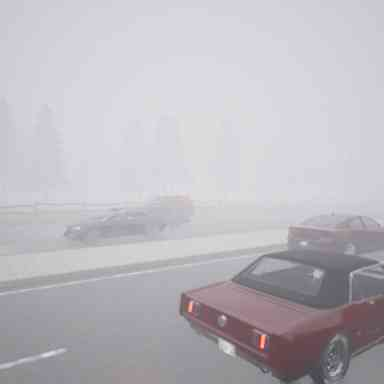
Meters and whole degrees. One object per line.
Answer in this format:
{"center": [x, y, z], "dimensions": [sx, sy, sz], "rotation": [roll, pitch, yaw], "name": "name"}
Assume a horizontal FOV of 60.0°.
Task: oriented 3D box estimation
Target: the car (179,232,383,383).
{"center": [2.234, 1.606, 5.333], "dimensions": [4.718, 1.301, 1.895], "rotation": [0, 0, -36], "name": "car"}

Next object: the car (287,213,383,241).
{"center": [5.575, 1.490, 12.013], "dimensions": [5.008, 1.535, 1.882], "rotation": [0, 0, -35], "name": "car"}

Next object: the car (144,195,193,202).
{"center": [-2.336, 1.236, 24.972], "dimensions": [5.566, 2.045, 2.150], "rotation": [0, 0, -35], "name": "car"}

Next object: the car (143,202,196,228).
{"center": [-2.612, 1.557, 20.504], "dimensions": [5.357, 1.411, 2.033], "rotation": [0, 0, -35], "name": "car"}

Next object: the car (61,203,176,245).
{"center": [-3.504, 1.497, 15.593], "dimensions": [4.902, 1.511, 2.128], "rotation": [0, 0, -35], "name": "car"}
